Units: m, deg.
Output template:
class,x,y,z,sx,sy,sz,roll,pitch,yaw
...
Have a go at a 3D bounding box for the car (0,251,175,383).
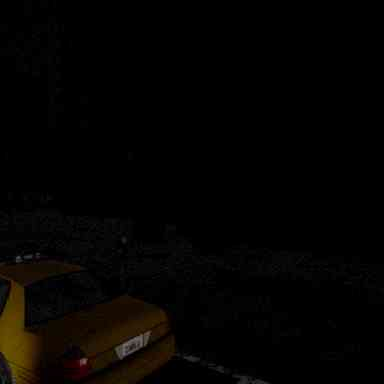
class,x,y,z,sx,sy,sz,roll,pitch,yaw
car,-2.477,1.525,4.726,4.829,1.417,1.752,0,0,35
